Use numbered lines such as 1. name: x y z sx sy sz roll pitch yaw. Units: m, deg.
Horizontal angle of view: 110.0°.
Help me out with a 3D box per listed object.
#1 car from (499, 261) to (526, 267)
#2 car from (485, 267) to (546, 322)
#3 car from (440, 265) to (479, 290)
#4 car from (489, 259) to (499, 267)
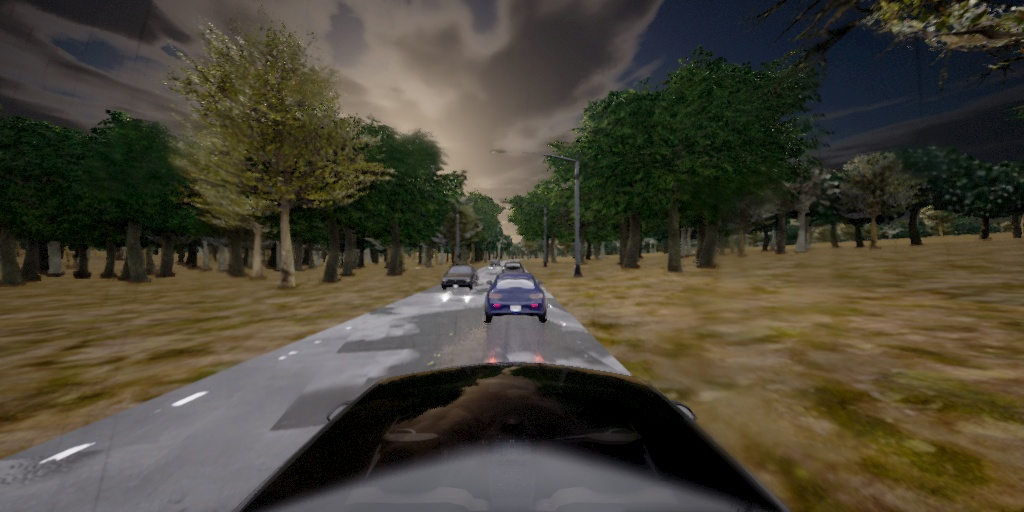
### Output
1. car: 0.106 1.231 29.967 1.837 1.490 4.892 0 0 0
2. car: 0.103 1.262 12.129 1.812 1.442 4.674 0 0 0
3. car: -3.093 1.276 22.364 2.033 1.411 5.357 0 0 0
4. car: -3.002 1.297 63.855 2.033 1.411 5.357 0 0 1
